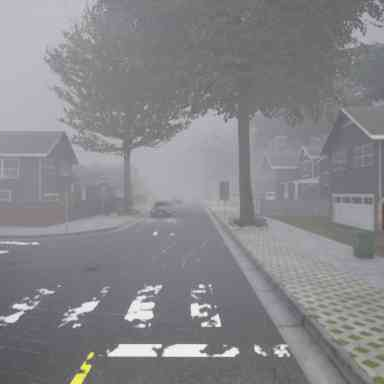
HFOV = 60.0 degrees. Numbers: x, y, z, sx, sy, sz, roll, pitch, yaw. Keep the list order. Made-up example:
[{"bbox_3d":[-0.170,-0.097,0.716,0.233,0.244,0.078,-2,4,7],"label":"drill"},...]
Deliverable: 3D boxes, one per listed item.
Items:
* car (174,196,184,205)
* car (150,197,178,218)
[{"bbox_3d":[-2.397,1.352,54.277,1.994,1.385,4.181,0,0,0],"label":"car"},{"bbox_3d":[-2.563,1.500,29.551,1.837,1.490,4.892,0,1,0],"label":"car"}]
